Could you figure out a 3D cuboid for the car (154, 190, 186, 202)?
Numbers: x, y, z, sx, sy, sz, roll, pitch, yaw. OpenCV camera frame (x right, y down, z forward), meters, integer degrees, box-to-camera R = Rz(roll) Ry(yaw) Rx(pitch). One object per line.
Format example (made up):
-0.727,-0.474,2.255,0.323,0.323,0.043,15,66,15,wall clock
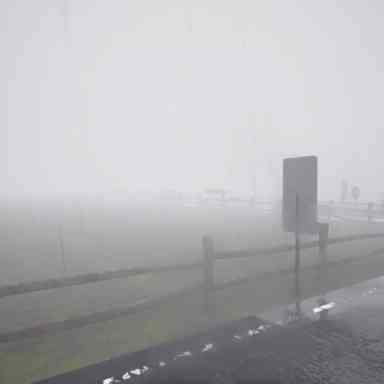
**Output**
-2.728,0.488,44.194,2.097,1.767,4.553,1,1,-35,car

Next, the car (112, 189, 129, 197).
-14.084,0.120,65.464,2.128,1.511,4.902,1,1,-35,car

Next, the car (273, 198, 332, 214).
9.030,1.086,27.425,1.882,1.535,5.008,1,1,-35,car

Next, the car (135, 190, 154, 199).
-8.063,0.342,56.899,1.882,1.535,5.008,1,1,-35,car

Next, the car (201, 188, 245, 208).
3.203,0.594,35.734,2.150,2.045,5.566,1,1,-35,car
